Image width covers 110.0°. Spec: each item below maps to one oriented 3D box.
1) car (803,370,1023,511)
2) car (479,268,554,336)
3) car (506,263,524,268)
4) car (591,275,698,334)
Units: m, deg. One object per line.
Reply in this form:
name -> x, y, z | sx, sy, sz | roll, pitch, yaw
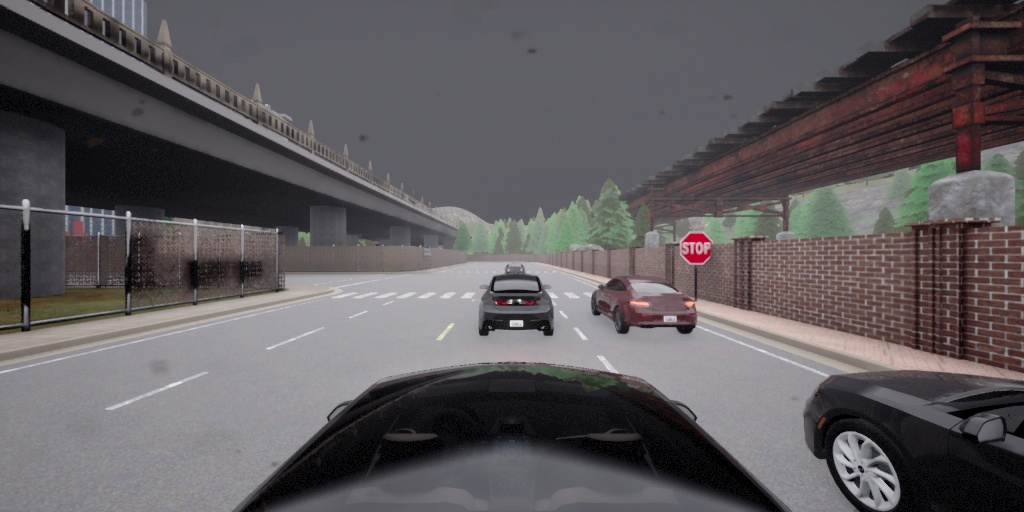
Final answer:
car -> 3.600, 1.255, 1.286 | 1.837, 1.490, 4.892 | 0, 0, 0
car -> 0.105, 1.255, 10.378 | 1.837, 1.490, 4.892 | 0, 0, 0
car -> 0.290, 1.350, 35.976 | 1.895, 1.301, 4.718 | 0, 0, 0
car -> 3.626, 1.276, 10.504 | 1.812, 1.442, 4.674 | 0, 0, 0
